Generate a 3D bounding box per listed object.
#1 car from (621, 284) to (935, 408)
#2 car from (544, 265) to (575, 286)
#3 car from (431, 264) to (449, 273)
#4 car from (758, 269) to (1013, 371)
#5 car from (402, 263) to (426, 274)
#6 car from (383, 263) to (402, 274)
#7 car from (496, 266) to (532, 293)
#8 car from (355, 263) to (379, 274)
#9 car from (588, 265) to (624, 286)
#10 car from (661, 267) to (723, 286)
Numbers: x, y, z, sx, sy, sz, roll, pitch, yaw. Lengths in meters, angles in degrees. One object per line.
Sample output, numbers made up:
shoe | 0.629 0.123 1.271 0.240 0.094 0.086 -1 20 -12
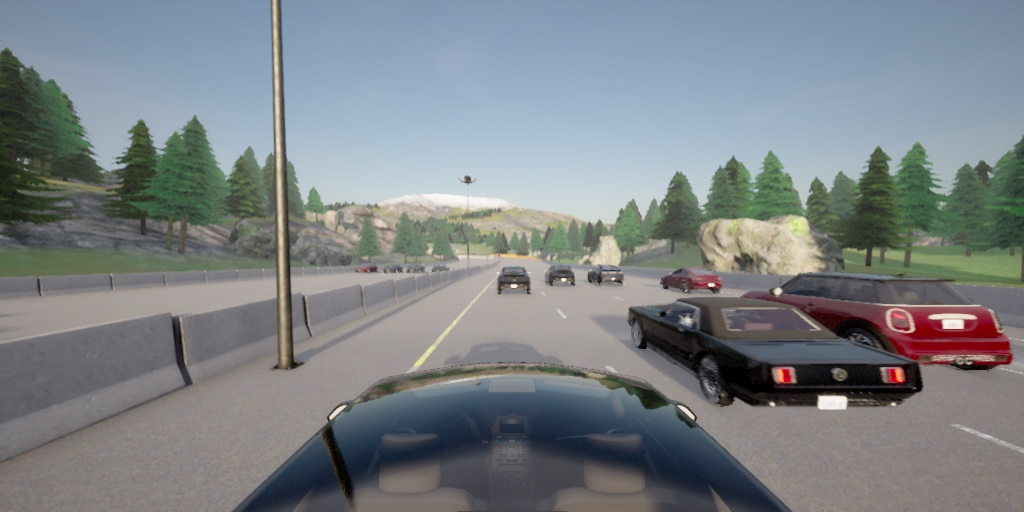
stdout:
car | 3.602 1.364 6.244 1.895 1.301 4.718 0 0 0
car | 3.610 1.444 27.468 1.837 1.490 4.892 0 -1 0
car | -10.489 1.885 52.662 1.994 1.385 4.181 0 -1 0
car | 7.103 1.124 7.897 2.097 1.767 4.553 0 0 0
car | -13.991 1.824 52.403 1.837 1.490 4.892 0 -1 0
car | -17.486 1.835 52.915 1.837 1.490 4.892 0 -1 0
car | 0.108 1.378 21.644 1.837 1.490 4.892 0 -1 0
car | -20.996 1.786 51.923 1.882 1.535 5.008 0 -1 0
car | 7.110 1.432 27.570 2.128 1.511 4.902 0 -1 0
car | 10.608 1.396 21.378 1.812 1.442 4.674 0 -1 0
